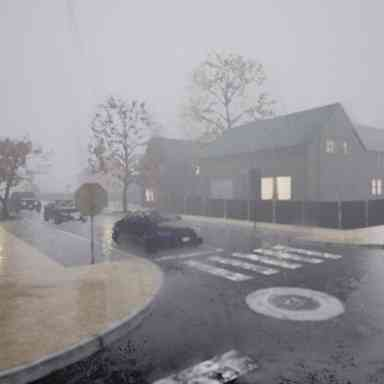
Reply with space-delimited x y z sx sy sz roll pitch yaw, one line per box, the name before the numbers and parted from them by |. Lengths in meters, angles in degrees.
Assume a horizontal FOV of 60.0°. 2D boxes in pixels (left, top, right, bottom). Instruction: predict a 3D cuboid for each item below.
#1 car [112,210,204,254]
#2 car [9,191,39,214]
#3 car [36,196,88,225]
car | -1.413 1.380 12.638 1.994 1.385 4.181 -1 1 -38
car | -16.570 0.968 32.946 2.150 2.045 5.566 -1 1 -37
car | -8.440 1.275 22.049 2.128 1.511 4.902 -1 1 -37
